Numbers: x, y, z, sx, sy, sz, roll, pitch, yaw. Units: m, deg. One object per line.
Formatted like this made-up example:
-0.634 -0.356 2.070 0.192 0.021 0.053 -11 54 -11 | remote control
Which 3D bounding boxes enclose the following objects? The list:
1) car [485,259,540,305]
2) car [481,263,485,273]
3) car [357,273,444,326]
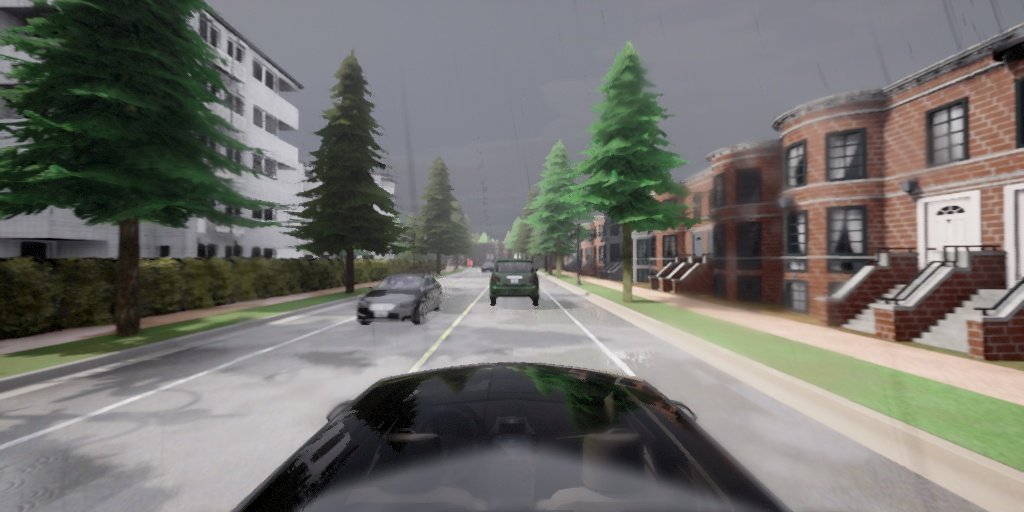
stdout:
0.106 1.146 17.263 2.150 2.045 5.566 0 -1 0 | car
-3.574 1.696 54.803 2.097 1.767 4.553 0 -1 0 | car
-3.596 1.360 12.306 2.128 1.511 4.902 0 -1 0 | car
